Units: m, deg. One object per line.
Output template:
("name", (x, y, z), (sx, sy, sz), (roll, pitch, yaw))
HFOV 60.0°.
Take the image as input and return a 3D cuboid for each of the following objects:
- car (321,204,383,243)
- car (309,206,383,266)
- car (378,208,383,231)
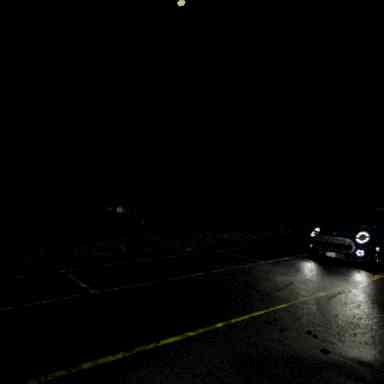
("car", (8.456, 1.435, 16.440), (4.097, 1.590, 1.967), (0, -1, -35))
("car", (6.138, 1.349, 11.619), (4.553, 1.767, 2.097), (0, 0, -35))
("car", (13.005, 1.575, 19.682), (4.206, 1.307, 1.802), (0, -1, -35))
